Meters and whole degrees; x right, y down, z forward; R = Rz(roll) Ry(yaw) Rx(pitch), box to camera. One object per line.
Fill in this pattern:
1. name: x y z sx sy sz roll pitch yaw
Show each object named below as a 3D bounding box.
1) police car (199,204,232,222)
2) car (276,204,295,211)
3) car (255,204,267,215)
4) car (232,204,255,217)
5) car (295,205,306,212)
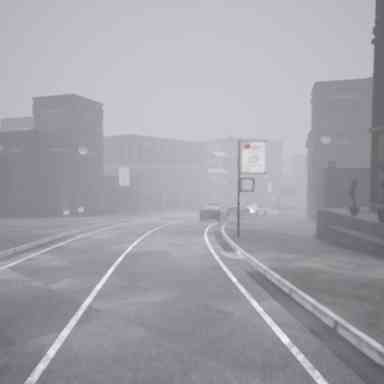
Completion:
1. police car: 2.144 1.936 32.102 1.930 1.638 5.238 1 -1 17
2. car: 17.480 2.834 60.909 4.718 1.301 1.895 3 1 -36
3. car: 8.657 2.402 45.600 1.812 1.442 4.674 3 0 35
4. car: 5.702 2.228 40.745 1.837 1.490 4.892 2 -1 28
5. car: 21.420 3.004 59.421 4.902 1.511 2.128 3 2 -33
